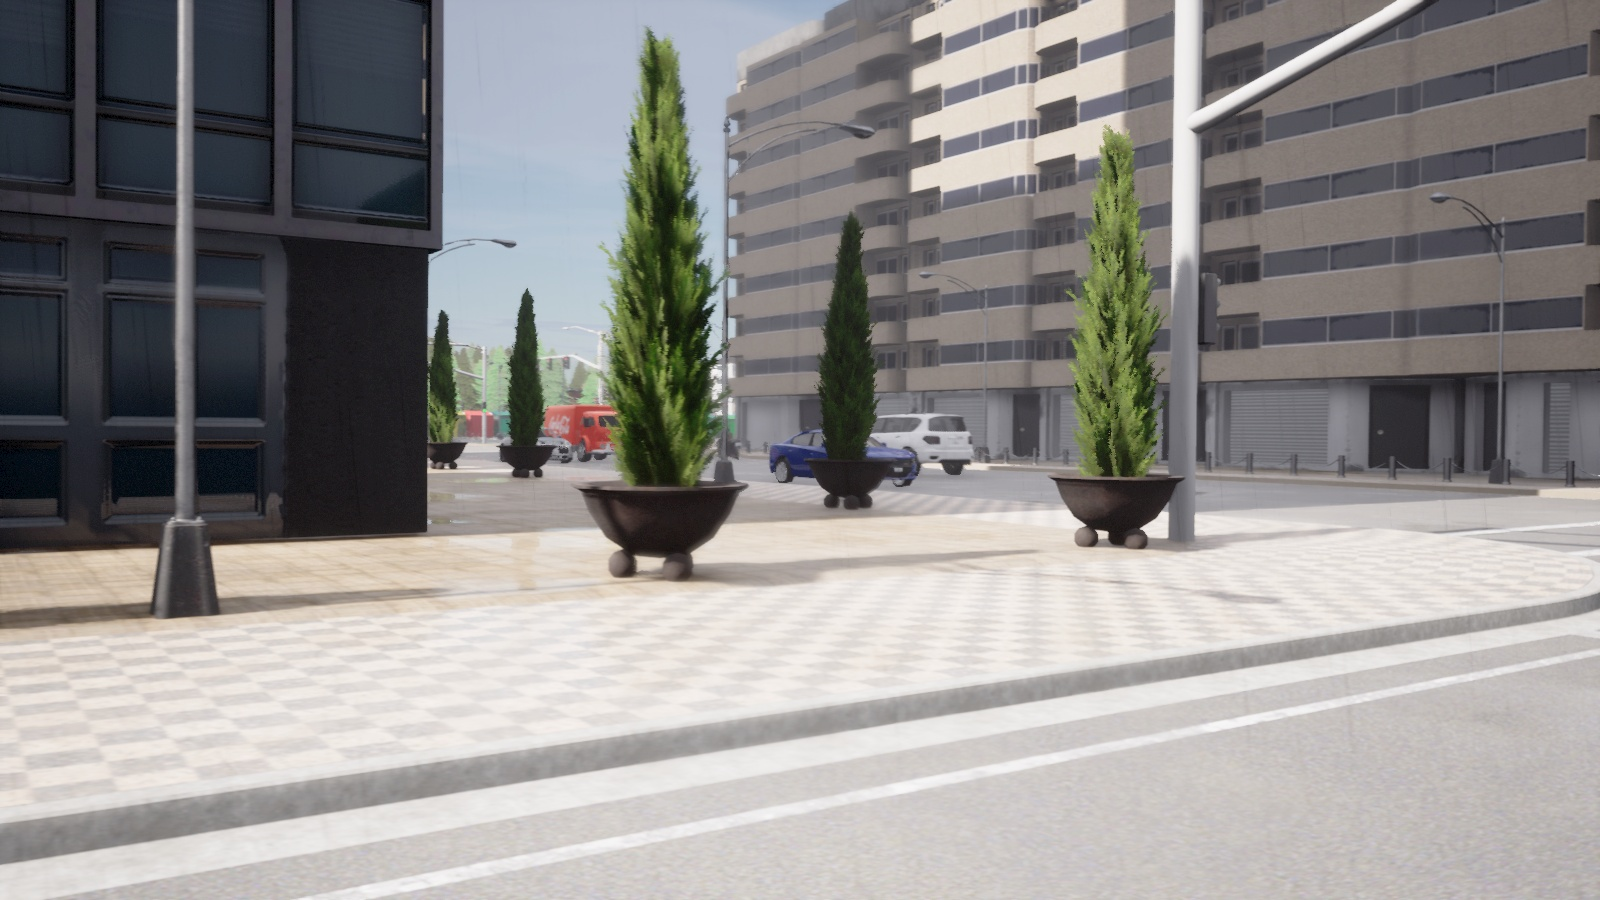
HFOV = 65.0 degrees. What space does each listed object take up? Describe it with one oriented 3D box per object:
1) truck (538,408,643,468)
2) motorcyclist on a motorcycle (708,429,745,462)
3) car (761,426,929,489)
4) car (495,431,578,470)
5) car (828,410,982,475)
[{"bbox_3d":[-9.263,-0.539,55.167,2.627,2.467,5.204,-1,1,-34],"label":"truck"},{"bbox_3d":[-3.451,-0.207,59.082,0.797,1.523,2.044,-1,1,-34],"label":"motorcyclist on a motorcycle"},{"bbox_3d":[1.102,0.154,33.495,1.882,1.535,5.008,-1,1,-34],"label":"car"},{"bbox_3d":[-10.766,-0.002,51.147,1.970,1.475,3.806,-1,1,-34],"label":"car"},{"bbox_3d":[3.444,-0.283,42.521,2.150,2.045,5.566,-1,1,-34],"label":"car"}]
